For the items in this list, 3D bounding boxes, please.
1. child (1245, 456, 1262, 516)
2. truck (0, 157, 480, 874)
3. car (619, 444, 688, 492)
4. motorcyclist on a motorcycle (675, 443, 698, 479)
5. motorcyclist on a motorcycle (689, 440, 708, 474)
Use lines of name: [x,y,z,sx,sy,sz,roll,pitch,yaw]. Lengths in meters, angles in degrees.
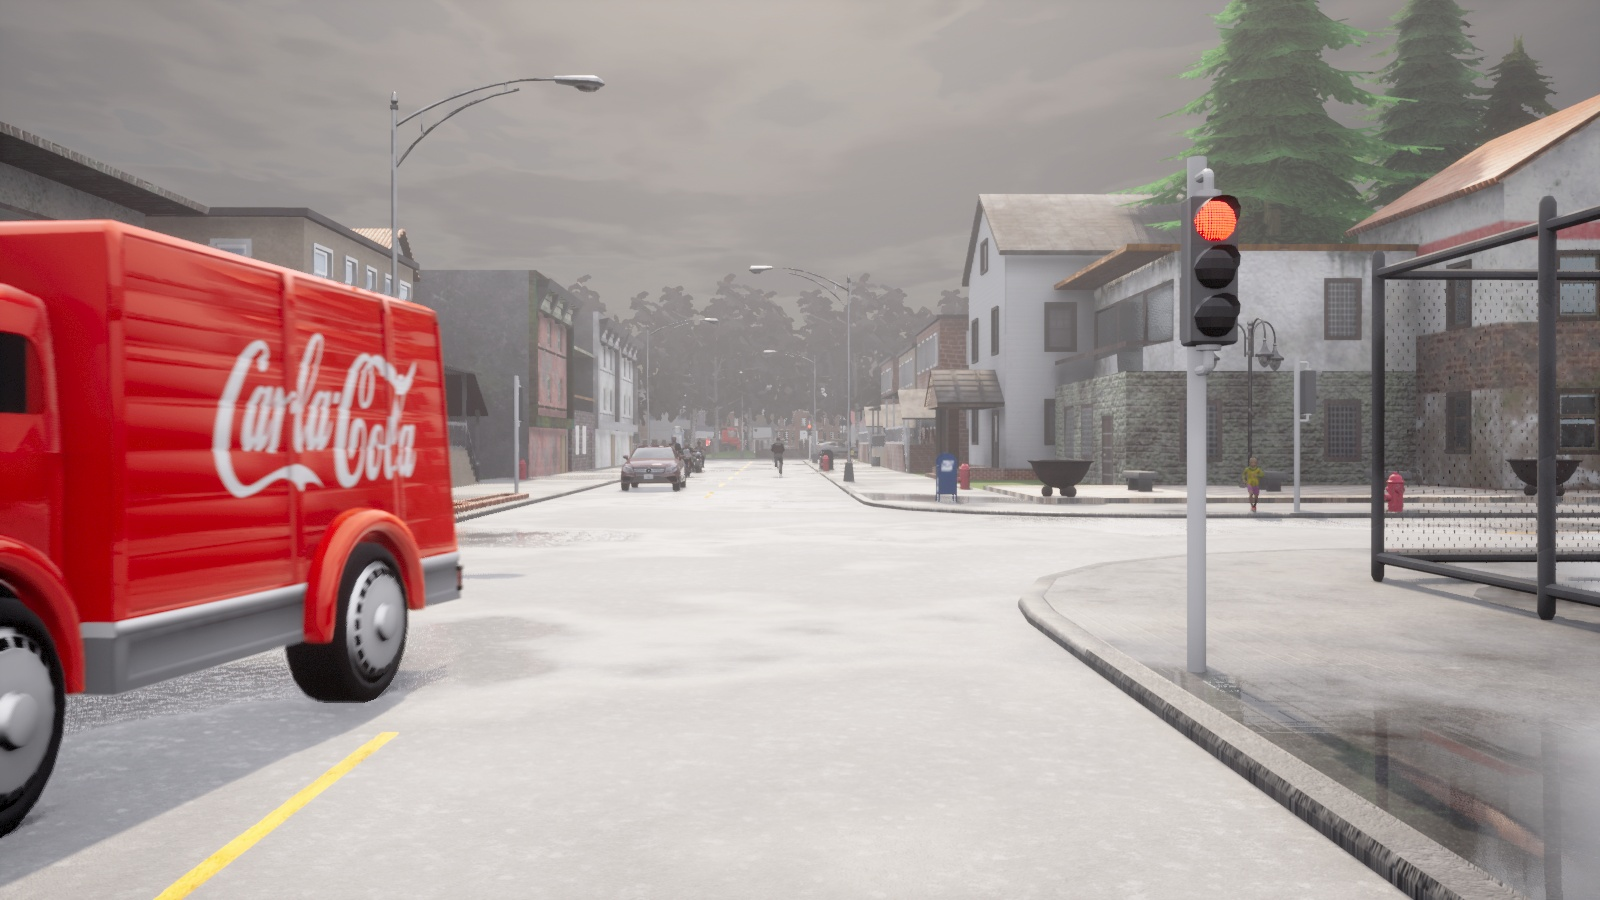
child: [8.877,0.701,24.575,0.299,1.160,0.473,0,0,18]
truck: [-3.836,0.222,6.165,2.627,2.467,5.204,0,0,8]
car: [-4.706,0.538,40.827,1.812,1.442,4.674,0,0,-2]
motorcyclist on a motorcycle: [-4.953,0.467,55.038,0.866,1.530,2.191,0,0,-1]
motorcyclist on a motorcycle: [-5.101,0.336,63.268,0.766,1.649,2.350,0,0,-1]
